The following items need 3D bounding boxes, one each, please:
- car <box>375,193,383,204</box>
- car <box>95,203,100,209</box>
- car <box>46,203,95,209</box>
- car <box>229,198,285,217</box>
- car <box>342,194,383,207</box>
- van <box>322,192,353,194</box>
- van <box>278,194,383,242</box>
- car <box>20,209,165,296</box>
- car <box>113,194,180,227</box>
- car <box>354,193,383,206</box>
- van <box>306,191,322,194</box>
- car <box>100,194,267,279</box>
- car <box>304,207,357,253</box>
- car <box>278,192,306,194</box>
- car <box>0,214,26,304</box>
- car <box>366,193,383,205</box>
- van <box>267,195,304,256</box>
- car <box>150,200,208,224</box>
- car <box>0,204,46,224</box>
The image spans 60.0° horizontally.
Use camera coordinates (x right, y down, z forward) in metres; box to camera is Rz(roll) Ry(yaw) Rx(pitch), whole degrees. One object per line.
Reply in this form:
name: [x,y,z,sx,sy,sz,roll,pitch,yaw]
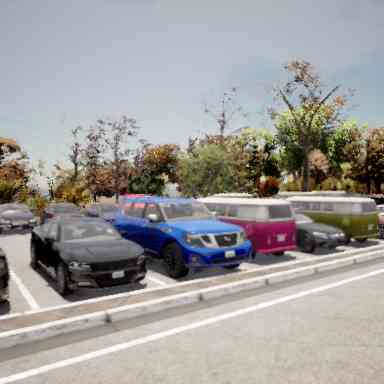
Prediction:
car: [28.936,0.890,46.892,2.097,1.535,5.008,-1,1,-35]
car: [-5.742,1.475,22.329,2.163,1.488,4.792,0,0,-35]
car: [-8.048,1.471,20.698,2.163,1.488,4.792,0,0,-35]
car: [5.870,1.375,30.616,2.163,1.488,4.792,-1,1,-35]
car: [21.921,1.028,41.927,2.097,1.535,5.008,-1,1,-35]
van: [15.038,0.937,37.204,1.878,1.987,4.442,-1,1,-35]
van: [6.092,1.226,15.476,1.878,1.987,4.442,0,0,-35]
car: [-2.971,1.439,8.925,2.097,1.535,5.008,0,0,-35]
car: [-3.438,1.199,23.961,2.435,2.045,5.566,0,0,-35]
car: [24.220,0.983,43.566,2.097,1.535,5.008,-1,1,-35]
van: [10.424,1.028,33.943,1.878,1.987,4.442,-1,1,-35]
car: [-0.645,1.192,10.531,2.435,2.045,5.566,0,0,-35]
car: [3.949,1.492,13.820,2.002,1.452,4.674,0,0,-35]
car: [8.106,1.176,32.121,2.185,1.767,4.553,-1,1,-35]
car: [-5.271,1.435,7.285,2.097,1.535,5.008,0,0,-35]
car: [26.612,0.965,45.289,2.163,1.488,4.792,-1,1,-35]
van: [1.578,1.222,12.281,1.878,1.987,4.442,0,0,-35]
car: [-1.137,1.451,25.617,2.097,1.535,5.008,0,0,-35]
car: [-10.272,1.439,19.169,2.231,1.521,4.892,0,0,-35]
